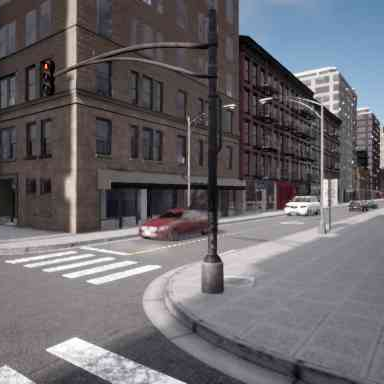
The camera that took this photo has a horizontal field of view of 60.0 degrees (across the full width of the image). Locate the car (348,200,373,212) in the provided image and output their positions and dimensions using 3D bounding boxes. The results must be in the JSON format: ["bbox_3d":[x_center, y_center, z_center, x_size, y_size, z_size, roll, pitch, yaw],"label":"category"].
[{"bbox_3d":[22.034,1.782,43.955,2.128,1.511,4.902,0,0,36],"label":"car"}]

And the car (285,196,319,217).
[{"bbox_3d":[11.337,1.434,34.005,2.150,2.045,5.566,0,0,36],"label":"car"}]

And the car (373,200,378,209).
[{"bbox_3d":[27.785,1.905,52.034,1.994,1.385,4.181,0,0,35],"label":"car"}]

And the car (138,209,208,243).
[{"bbox_3d":[-0.678,1.619,17.106,1.812,1.442,4.674,0,0,35],"label":"car"}]
